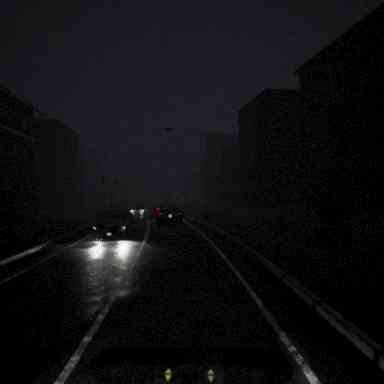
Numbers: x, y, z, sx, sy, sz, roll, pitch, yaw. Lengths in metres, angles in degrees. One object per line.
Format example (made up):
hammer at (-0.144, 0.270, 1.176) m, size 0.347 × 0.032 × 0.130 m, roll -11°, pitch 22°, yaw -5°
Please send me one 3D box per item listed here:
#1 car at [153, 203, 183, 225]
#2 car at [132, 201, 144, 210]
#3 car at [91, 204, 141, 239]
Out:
car at (-1.818, 1.753, 25.923) m, size 1.994 × 1.385 × 4.181 m, roll 0°, pitch -1°, yaw -7°
car at (-9.701, 2.375, 59.987) m, size 1.837 × 1.490 × 4.892 m, roll 0°, pitch 0°, yaw -7°
car at (-4.103, 1.610, 18.123) m, size 2.033 × 1.411 × 5.357 m, roll 0°, pitch -1°, yaw -6°
